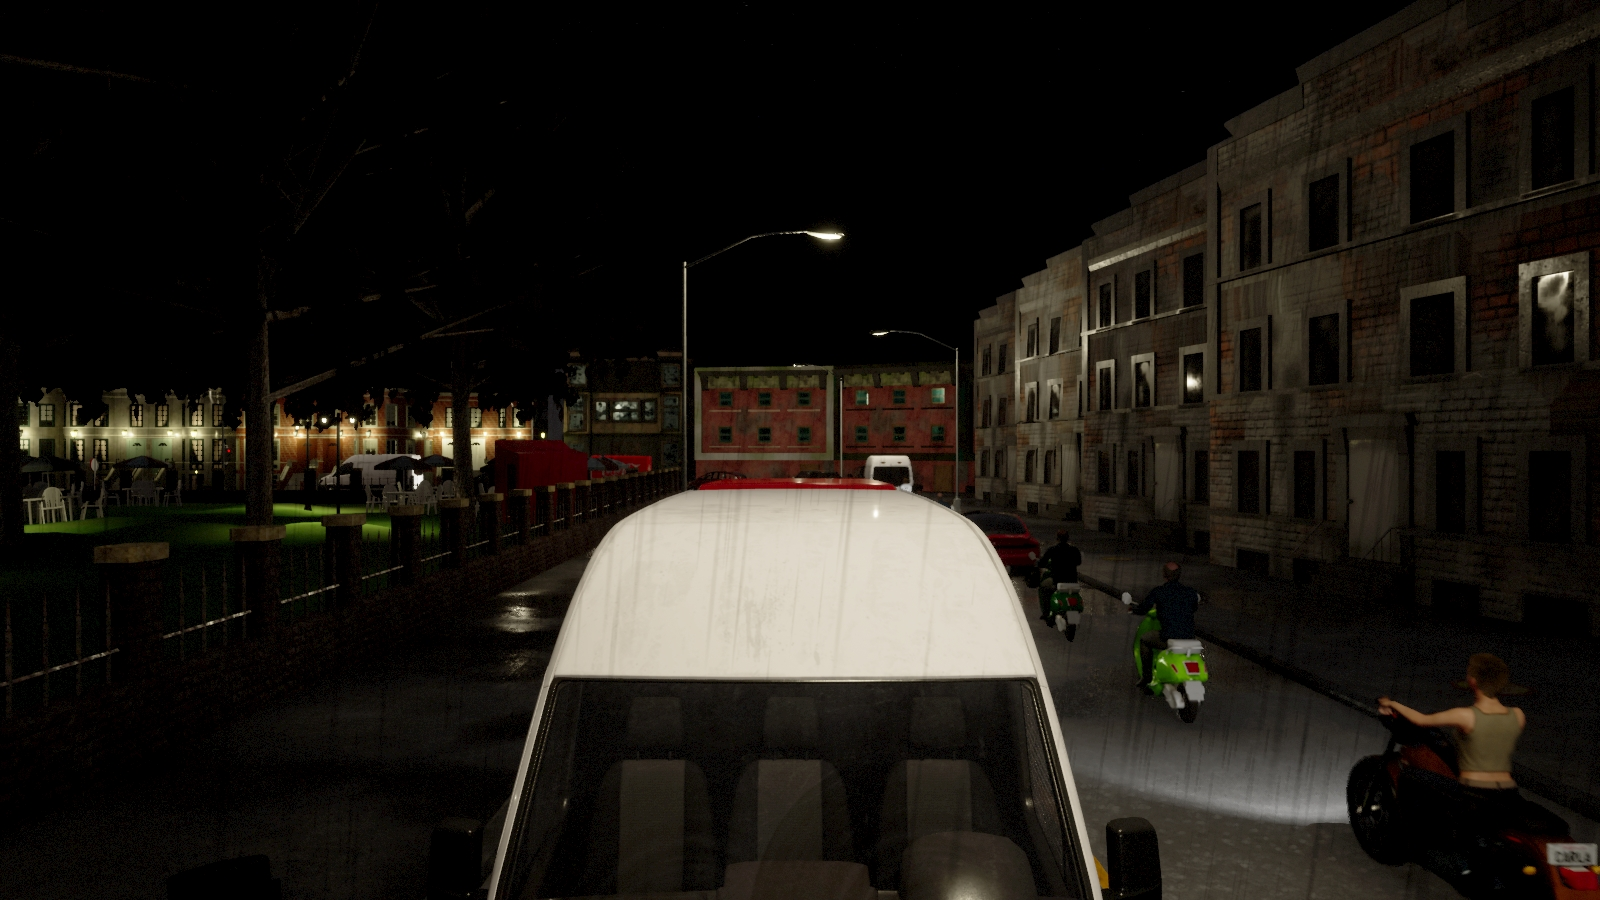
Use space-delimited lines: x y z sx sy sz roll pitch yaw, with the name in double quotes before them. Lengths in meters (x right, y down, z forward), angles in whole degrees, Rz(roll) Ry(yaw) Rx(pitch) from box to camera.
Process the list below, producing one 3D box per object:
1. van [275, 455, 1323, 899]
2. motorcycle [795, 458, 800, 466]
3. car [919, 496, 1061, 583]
"van" -0.006 1.314 5.127 1.988 2.561 5.915 0 0 0
"motorcycle" -0.384 1.962 183.190 0.856 1.236 1.805 0 0 0
"car" 3.928 1.841 24.594 2.231 1.480 4.892 0 0 0
